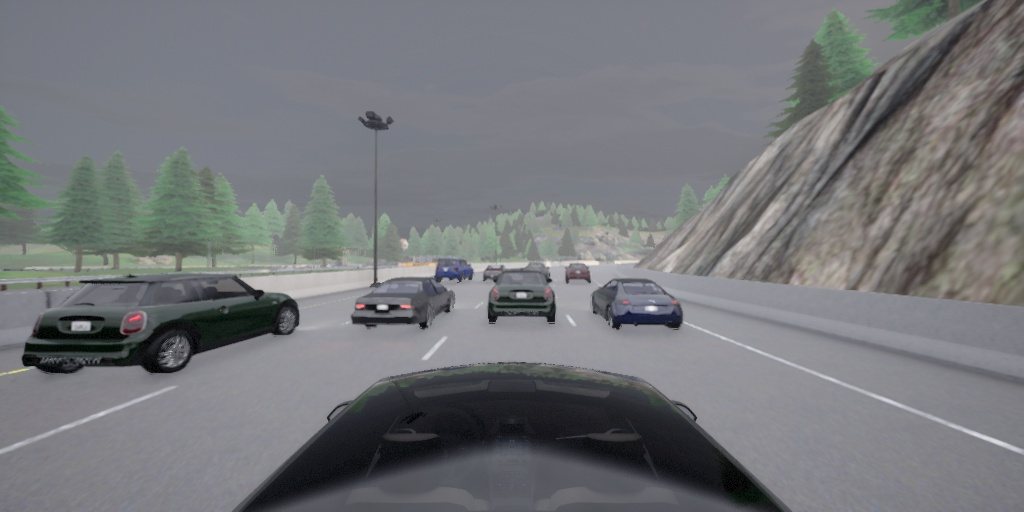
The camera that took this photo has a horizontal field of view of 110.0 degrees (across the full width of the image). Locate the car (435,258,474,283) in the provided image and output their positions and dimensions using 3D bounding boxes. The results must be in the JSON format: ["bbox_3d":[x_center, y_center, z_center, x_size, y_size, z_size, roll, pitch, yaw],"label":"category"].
[{"bbox_3d":[-4.930,1.221,31.275,2.150,2.045,5.566,0,0,8],"label":"car"}]

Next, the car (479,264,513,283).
[{"bbox_3d":[-1.294,1.496,31.872,2.128,1.511,4.902,0,0,8],"label":"car"}]

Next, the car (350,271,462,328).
[{"bbox_3d":[-3.211,1.381,11.678,2.033,1.411,5.357,0,0,2],"label":"car"}]

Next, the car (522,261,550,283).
[{"bbox_3d":[2.226,1.355,31.710,2.097,1.767,4.553,0,0,8],"label":"car"}]

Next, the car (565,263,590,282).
[{"bbox_3d":[5.760,1.356,31.706,2.097,1.767,4.553,0,0,8],"label":"car"}]

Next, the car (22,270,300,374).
[{"bbox_3d":[-6.804,1.153,7.824,2.097,1.767,4.553,0,0,1],"label":"car"}]

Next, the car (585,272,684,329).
[{"bbox_3d":[3.823,1.398,11.631,1.994,1.385,4.181,0,0,2],"label":"car"}]

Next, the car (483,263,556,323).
[{"bbox_3d":[0.374,1.195,12.711,2.097,1.767,4.553,0,0,2],"label":"car"}]
